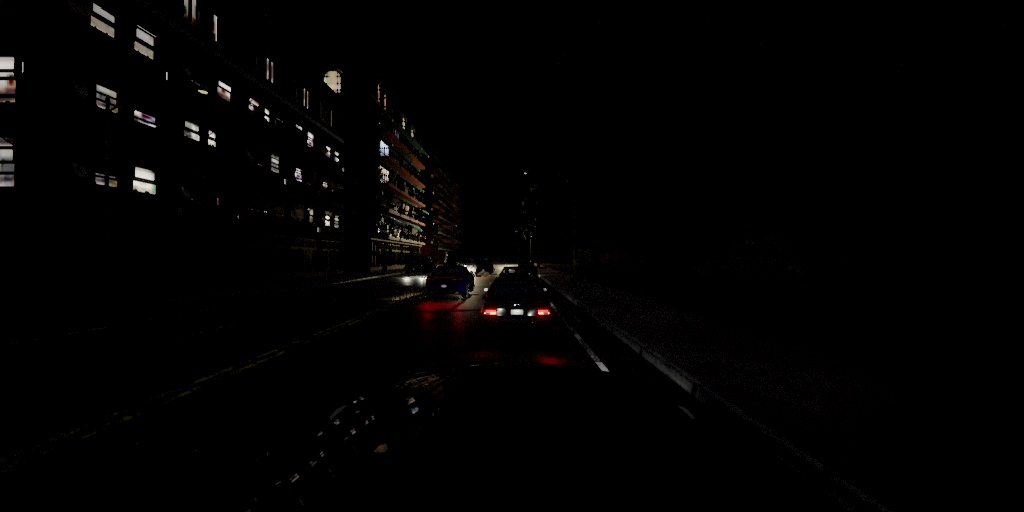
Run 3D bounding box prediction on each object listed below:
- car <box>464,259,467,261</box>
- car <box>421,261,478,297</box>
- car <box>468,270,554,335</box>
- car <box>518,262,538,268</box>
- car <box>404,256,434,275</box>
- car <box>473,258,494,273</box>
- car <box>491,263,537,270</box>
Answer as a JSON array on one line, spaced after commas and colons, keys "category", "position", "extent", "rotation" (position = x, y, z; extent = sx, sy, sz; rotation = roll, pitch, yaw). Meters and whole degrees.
[{"category": "car", "position": [-6.579, 1.301, 38.984], "extent": [2.033, 1.411, 5.357], "rotation": [0, 0, 0]}, {"category": "car", "position": [-3.141, 1.230, 19.005], "extent": [1.882, 1.535, 5.008], "rotation": [0, 0, 0]}, {"category": "car", "position": [0.107, 1.299, 10.505], "extent": [2.033, 1.411, 5.357], "rotation": [0, 0, 0]}, {"category": "car", "position": [1.154, 1.259, 30.634], "extent": [1.837, 1.490, 4.892], "rotation": [0, 0, 0]}, {"category": "car", "position": [-9.829, 0.975, 38.561], "extent": [2.150, 2.045, 5.566], "rotation": [0, 0, 0]}, {"category": "car", "position": [-3.126, 1.258, 41.572], "extent": [1.837, 1.490, 4.892], "rotation": [0, 0, 0]}, {"category": "car", "position": [0.110, 1.301, 20.867], "extent": [2.033, 1.411, 5.357], "rotation": [0, 0, 0]}]
